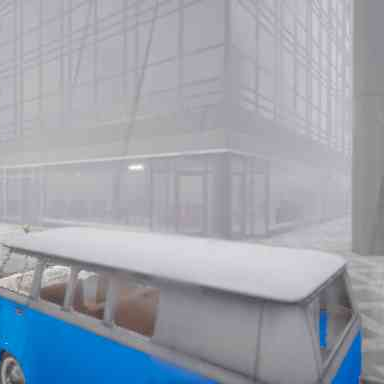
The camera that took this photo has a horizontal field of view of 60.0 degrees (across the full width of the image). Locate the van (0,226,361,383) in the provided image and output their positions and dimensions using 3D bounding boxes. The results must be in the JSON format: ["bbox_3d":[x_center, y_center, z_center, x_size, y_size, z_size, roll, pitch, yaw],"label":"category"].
[{"bbox_3d":[-0.481,1.328,3.307,3.998,1.788,1.690,0,0,36],"label":"van"}]
